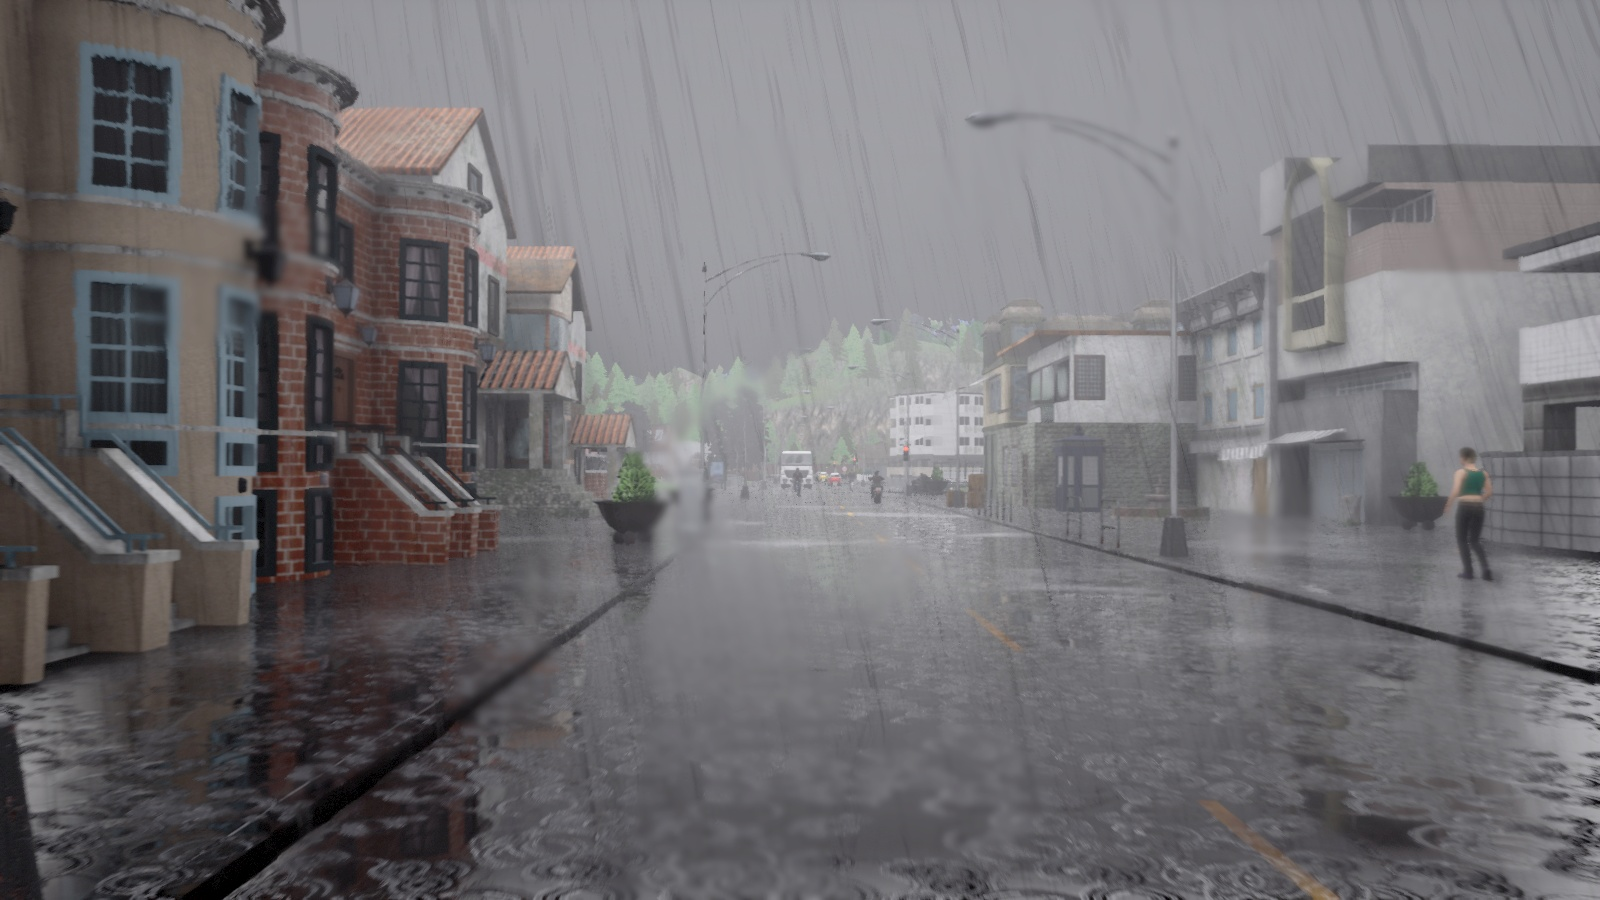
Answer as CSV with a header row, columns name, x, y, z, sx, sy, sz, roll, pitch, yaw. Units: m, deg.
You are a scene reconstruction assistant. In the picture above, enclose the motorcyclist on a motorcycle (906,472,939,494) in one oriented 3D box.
name,x,y,z,sx,sy,sz,roll,pitch,yaw
motorcyclist on a motorcycle,8.602,2.292,88.204,2.191,1.530,0.866,0,0,-10
